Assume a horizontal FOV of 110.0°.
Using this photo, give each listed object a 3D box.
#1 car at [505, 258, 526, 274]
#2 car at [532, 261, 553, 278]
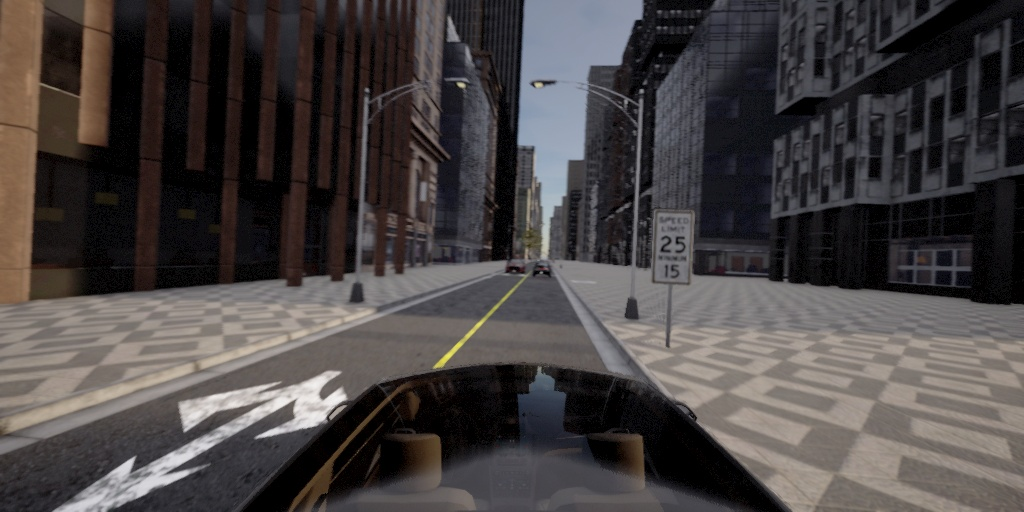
[{"bbox_3d":[0.462,1.074,41.435,2.097,1.767,4.553,3,0,5],"label":"car"},{"bbox_3d":[3.102,1.357,36.913,1.837,1.490,4.892,3,0,6],"label":"car"}]
